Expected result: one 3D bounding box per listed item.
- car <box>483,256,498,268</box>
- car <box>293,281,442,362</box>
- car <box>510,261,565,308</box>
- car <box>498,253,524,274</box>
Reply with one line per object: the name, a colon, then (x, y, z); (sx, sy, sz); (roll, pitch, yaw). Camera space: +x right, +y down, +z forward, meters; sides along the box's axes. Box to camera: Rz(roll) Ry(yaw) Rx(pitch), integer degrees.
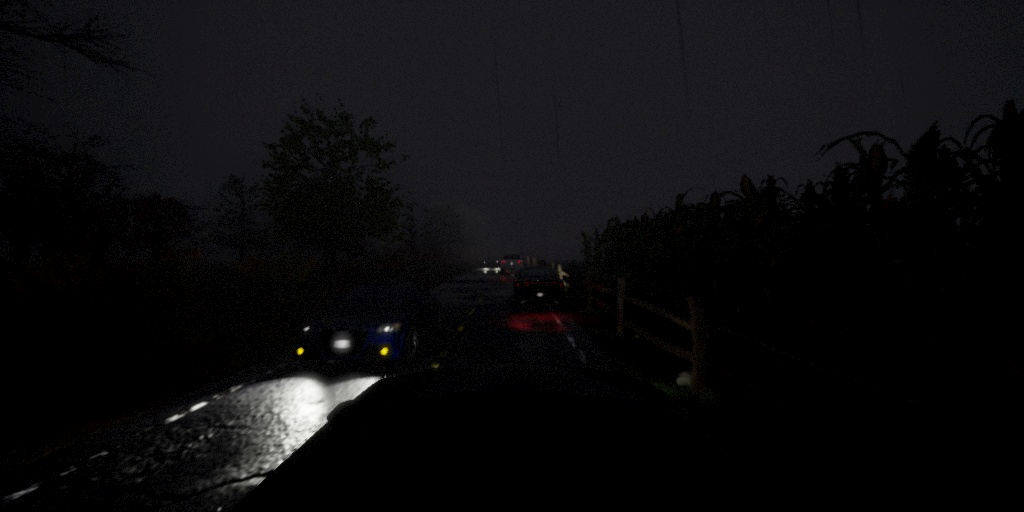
car: (-2.817, 0.732, 49.863); (2.097, 1.767, 4.553); (0, 0, 0)
car: (-2.849, 1.271, 7.998); (1.994, 1.385, 4.181); (0, 0, 0)
car: (0.965, 1.136, 14.701); (1.882, 1.535, 5.008); (0, 0, 0)
car: (0.034, 0.716, 36.034); (2.150, 2.045, 5.566); (0, 1, 1)
